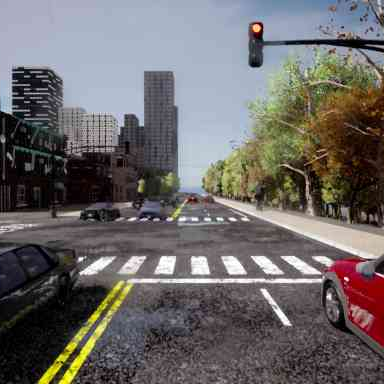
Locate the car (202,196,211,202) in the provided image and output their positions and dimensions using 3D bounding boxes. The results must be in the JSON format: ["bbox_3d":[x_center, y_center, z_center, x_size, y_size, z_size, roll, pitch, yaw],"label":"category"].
[{"bbox_3d":[3.266,1.523,75.435,1.994,1.385,4.181,0,0,0],"label":"car"}]

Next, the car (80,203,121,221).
[{"bbox_3d":[-7.282,1.557,26.798,1.994,1.385,4.181,0,0,10],"label":"car"}]

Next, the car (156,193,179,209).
[{"bbox_3d":[-3.338,1.207,45.946,2.150,2.045,5.566,0,0,0],"label":"car"}]

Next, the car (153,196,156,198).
[{"bbox_3d":[-6.565,1.457,58.345,1.882,1.535,5.008,0,1,0],"label":"car"}]

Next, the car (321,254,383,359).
[{"bbox_3d":[3.349,1.351,4.119,2.097,1.767,4.553,0,0,0],"label":"car"}]

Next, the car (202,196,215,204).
[{"bbox_3d":[3.362,1.453,65.291,1.882,1.535,5.008,0,0,0],"label":"car"}]

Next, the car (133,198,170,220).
[{"bbox_3d":[-3.346,1.539,28.496,2.033,1.411,5.357,0,0,0],"label":"car"}]

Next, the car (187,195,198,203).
[{"bbox_3d":[0.111,1.327,65.959,2.097,1.767,4.553,0,0,0],"label":"car"}]

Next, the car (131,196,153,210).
[{"bbox_3d":[-6.591,1.492,42.817,1.837,1.490,4.892,0,0,0],"label":"car"}]

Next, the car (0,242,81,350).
[{"bbox_3d":[-3.349,1.546,5.067,2.033,1.411,5.357,0,0,0],"label":"car"}]
